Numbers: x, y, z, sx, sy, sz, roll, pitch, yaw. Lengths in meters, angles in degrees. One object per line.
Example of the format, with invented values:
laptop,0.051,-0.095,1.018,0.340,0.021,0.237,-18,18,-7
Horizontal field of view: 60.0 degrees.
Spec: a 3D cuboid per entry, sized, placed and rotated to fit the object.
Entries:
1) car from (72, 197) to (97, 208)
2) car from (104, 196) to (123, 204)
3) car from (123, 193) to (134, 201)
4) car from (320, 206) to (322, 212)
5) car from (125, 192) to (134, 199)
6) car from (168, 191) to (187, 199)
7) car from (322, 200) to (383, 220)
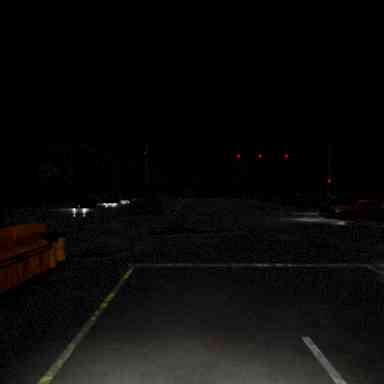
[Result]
car,-14.086,1.384,44.147,2.033,1.411,5.357,0,0,0
car,-14.058,1.339,58.576,1.994,1.385,4.181,0,0,0
car,-14.100,1.308,73.283,1.895,1.301,4.718,0,0,-3
car,15.084,1.440,31.741,5.357,1.411,2.033,0,0,22
car,-16.629,1.005,88.040,2.097,1.767,4.553,0,0,-14
car,-4.255,0.838,95.334,2.150,2.045,5.566,0,0,-22
car,13.422,1.395,26.370,5.008,1.535,1.882,0,0,-3
